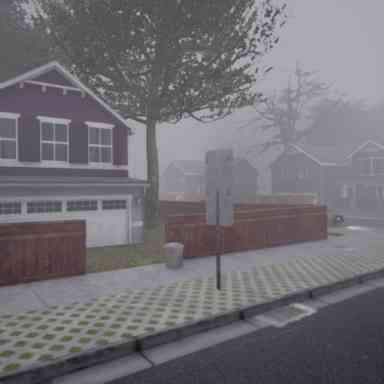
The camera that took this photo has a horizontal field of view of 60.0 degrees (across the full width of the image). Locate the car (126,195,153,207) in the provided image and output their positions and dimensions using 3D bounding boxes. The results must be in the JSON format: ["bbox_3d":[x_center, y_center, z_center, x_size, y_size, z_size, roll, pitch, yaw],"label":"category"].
[{"bbox_3d":[-7.835,1.287,49.061,1.882,1.535,5.008,-1,1,-36],"label":"car"}]

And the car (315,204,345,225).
[{"bbox_3d":[8.023,1.506,22.493,1.994,1.385,4.181,-1,1,-36],"label":"car"}]

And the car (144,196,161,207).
[{"bbox_3d":[-5.732,1.337,41.312,1.882,1.535,5.008,-1,0,-36],"label":"car"}]

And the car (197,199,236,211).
[{"bbox_3d":[1.948,1.406,30.794,1.837,1.490,4.892,-1,1,-37],"label":"car"}]
